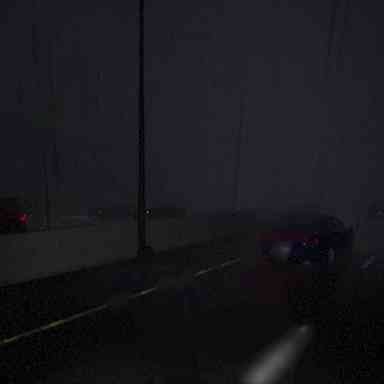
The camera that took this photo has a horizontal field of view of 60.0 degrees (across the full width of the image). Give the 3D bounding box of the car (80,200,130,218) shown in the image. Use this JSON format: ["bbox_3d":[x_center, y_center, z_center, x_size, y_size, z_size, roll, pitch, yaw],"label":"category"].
[{"bbox_3d":[-7.931,1.491,30.656,1.994,1.385,4.181,0,0,36],"label":"car"}]

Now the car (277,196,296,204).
[{"bbox_3d":[17.671,1.416,60.922,1.994,1.385,4.181,0,0,33],"label":"car"}]

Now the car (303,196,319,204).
[{"bbox_3d":[21.924,1.415,61.102,1.994,1.385,4.181,0,0,32],"label":"car"}]

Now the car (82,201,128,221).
[{"bbox_3d":[-6.168,1.536,27.151,1.895,1.301,4.718,0,0,37],"label":"car"}]

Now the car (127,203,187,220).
[{"bbox_3d":[-2.509,1.538,26.210,1.895,1.301,4.718,0,0,37],"label":"car"}]

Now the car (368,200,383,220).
[{"bbox_3d":[15.324,1.412,26.462,1.882,1.535,5.008,0,0,36],"label":"car"}]

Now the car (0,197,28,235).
[{"bbox_3d":[-8.810,1.195,11.745,2.150,2.045,5.566,0,0,36],"label":"car"}]

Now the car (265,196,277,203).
[{"bbox_3d":[15.835,1.391,64.480,2.033,1.411,5.357,0,0,32],"label":"car"}]

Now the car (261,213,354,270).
[{"bbox_3d":[4.035,1.450,11.160,1.882,1.535,5.008,0,0,36],"label":"car"}]

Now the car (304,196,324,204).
[{"bbox_3d":[18.116,1.384,48.916,1.837,1.490,4.892,0,1,35],"label":"car"}]
